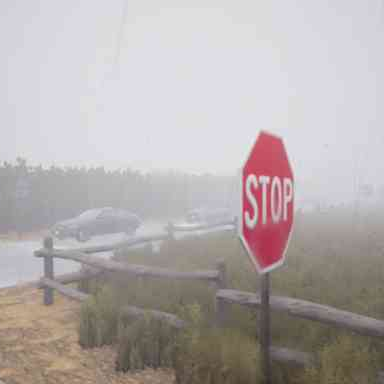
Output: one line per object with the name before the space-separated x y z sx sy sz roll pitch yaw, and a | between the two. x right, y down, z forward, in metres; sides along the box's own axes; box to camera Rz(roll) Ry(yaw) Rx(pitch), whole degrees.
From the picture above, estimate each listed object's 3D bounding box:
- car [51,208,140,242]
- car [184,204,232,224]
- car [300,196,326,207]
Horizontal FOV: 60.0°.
car | -4.585 1.520 16.519 1.812 1.442 4.674 0 0 36
car | 1.269 1.552 24.592 1.994 1.385 4.181 0 0 36
car | 16.784 1.269 46.147 2.128 1.511 4.902 0 1 -6
